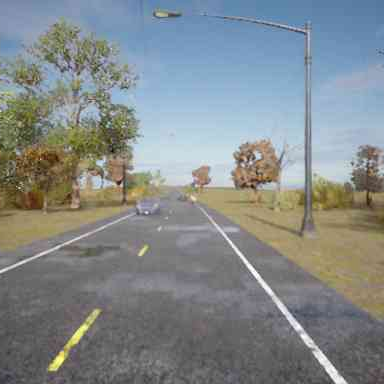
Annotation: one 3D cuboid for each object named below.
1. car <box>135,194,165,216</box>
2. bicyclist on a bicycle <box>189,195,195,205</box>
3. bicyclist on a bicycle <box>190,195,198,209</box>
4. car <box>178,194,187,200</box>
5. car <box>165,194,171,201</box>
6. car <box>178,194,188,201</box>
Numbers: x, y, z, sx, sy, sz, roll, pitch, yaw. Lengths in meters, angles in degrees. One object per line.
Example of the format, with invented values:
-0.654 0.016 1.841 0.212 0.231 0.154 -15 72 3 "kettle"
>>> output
-3.989 1.215 31.085 2.097 1.767 4.553 0 0 -1 "car"
-0.037 1.205 51.608 0.866 1.612 1.509 0 0 -2 "bicyclist on a bicycle"
0.290 1.251 41.555 0.866 1.612 1.509 0 0 -2 "bicyclist on a bicycle"
-2.330 1.189 79.377 1.994 1.385 4.181 0 0 -3 "car"
-5.426 1.178 71.487 1.994 1.385 4.181 0 0 -3 "car"
-1.809 1.190 69.560 2.128 1.511 4.902 0 0 -2 "car"
